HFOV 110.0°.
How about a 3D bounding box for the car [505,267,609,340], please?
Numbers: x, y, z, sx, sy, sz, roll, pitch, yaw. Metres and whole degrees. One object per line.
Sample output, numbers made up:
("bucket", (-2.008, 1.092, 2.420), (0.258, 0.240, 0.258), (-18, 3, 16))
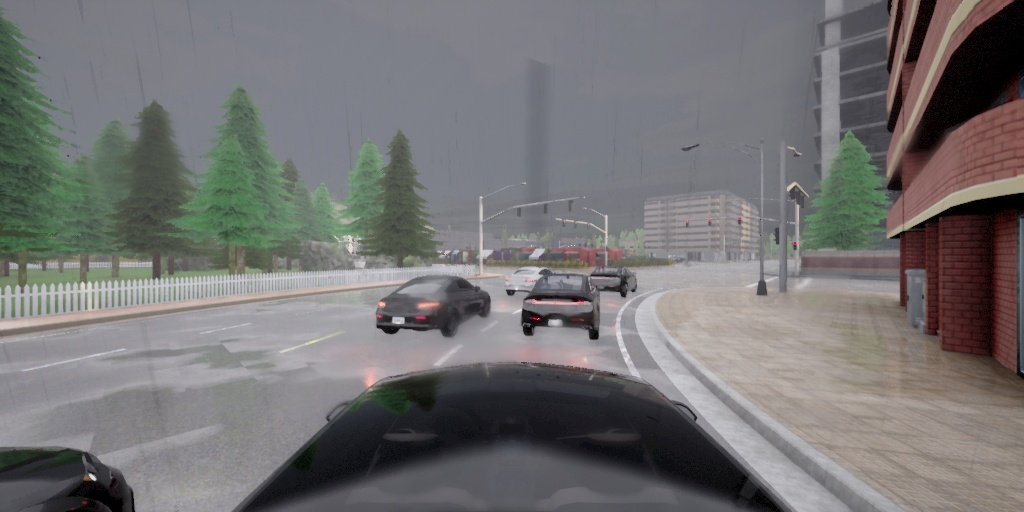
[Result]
("car", (1.540, 1.239, 10.128), (2.128, 1.511, 4.902), (0, 0, 14))

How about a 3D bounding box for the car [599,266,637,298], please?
("car", (5.304, 1.237, 18.753), (2.128, 1.511, 4.902), (0, 0, 28))

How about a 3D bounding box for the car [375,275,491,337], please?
("car", (-2.007, 1.274, 10.252), (1.812, 1.442, 4.674), (0, 0, 13))

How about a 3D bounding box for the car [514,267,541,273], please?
("car", (1.227, 1.271, 18.757), (1.812, 1.442, 4.674), (0, 0, 26))

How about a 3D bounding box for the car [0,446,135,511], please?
("car", (-3.170, 1.314, 0.344), (1.994, 1.385, 4.181), (0, 0, -2))
